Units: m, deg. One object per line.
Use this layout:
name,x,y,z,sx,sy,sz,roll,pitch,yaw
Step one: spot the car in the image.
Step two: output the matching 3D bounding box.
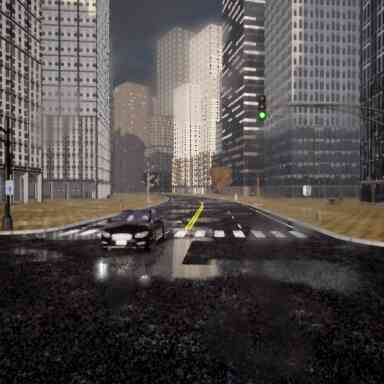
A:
car,-2.265,1.460,13.793,2.128,1.511,4.902,0,0,3
